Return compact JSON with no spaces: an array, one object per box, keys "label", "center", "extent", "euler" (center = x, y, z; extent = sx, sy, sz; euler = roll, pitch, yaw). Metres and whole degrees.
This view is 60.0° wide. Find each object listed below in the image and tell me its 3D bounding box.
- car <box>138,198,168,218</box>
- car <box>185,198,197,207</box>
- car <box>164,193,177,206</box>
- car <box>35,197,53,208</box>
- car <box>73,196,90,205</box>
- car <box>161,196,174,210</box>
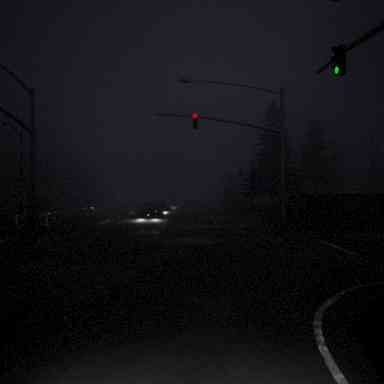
[{"label":"car","center":[-3.684,1.547,30.582],"extent":[2.033,1.411,5.357],"euler":[0,0,0]},{"label":"car","center":[-0.139,1.601,51.236],"extent":[1.895,1.301,4.718],"euler":[0,0,0]},{"label":"car","center":[-3.669,1.225,53.800],"extent":[2.150,2.045,5.566],"euler":[0,0,0]},{"label":"car","center":[-20.633,1.384,45.611],"extent":[1.970,1.475,3.806],"euler":[0,0,0]},{"label":"car","center":[-17.600,1.374,53.010],"extent":[1.845,1.501,3.633],"euler":[0,0,0]},{"label":"car","center":[-3.705,1.547,40.849],"extent":[2.033,1.411,5.357],"euler":[0,0,0]}]
